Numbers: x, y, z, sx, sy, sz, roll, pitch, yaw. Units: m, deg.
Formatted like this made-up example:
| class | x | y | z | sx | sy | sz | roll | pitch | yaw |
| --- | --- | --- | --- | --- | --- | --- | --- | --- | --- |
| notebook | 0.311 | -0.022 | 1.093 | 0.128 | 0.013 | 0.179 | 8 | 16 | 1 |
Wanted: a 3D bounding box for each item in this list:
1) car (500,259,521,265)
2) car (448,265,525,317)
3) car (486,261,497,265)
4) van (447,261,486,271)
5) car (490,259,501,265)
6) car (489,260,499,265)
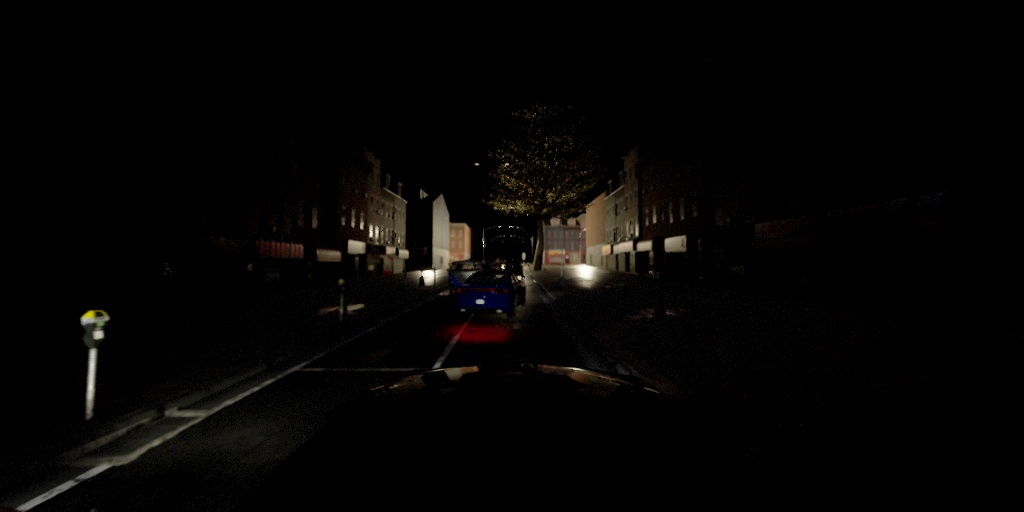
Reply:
| class | x | y | z | sx | sy | sz | roll | pitch | yaw |
| --- | --- | --- | --- | --- | --- | --- | --- | --- | --- |
| car | 0.134 | 1.335 | 34.610 | 1.882 | 1.535 | 5.008 | 0 | 0 | 0 |
| car | -0.621 | 1.262 | 13.439 | 1.882 | 1.535 | 5.008 | 0 | 0 | 8 |
| car | -2.602 | 1.411 | 31.432 | 1.948 | 1.339 | 4.313 | 0 | 0 | 0 |
| van | -2.615 | 1.148 | 20.362 | 1.690 | 1.789 | 3.998 | 0 | 0 | 0 |
| car | -2.588 | 1.432 | 42.502 | 1.888 | 1.381 | 4.507 | 0 | 0 | 0 |
| car | -2.595 | 1.391 | 36.797 | 1.751 | 1.417 | 4.829 | 0 | 0 | 0 |
